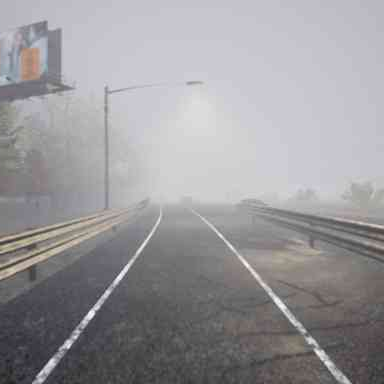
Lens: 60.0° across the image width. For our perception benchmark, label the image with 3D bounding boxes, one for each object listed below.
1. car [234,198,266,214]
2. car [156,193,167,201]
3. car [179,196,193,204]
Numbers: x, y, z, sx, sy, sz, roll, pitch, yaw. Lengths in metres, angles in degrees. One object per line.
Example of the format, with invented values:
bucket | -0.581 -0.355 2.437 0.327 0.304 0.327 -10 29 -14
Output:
car | 6.070 1.427 35.146 1.837 1.490 4.892 0 0 -15
car | -8.104 1.224 88.351 2.150 2.045 5.566 0 0 -15
car | -1.128 1.477 62.168 1.837 1.490 4.892 0 0 -15
